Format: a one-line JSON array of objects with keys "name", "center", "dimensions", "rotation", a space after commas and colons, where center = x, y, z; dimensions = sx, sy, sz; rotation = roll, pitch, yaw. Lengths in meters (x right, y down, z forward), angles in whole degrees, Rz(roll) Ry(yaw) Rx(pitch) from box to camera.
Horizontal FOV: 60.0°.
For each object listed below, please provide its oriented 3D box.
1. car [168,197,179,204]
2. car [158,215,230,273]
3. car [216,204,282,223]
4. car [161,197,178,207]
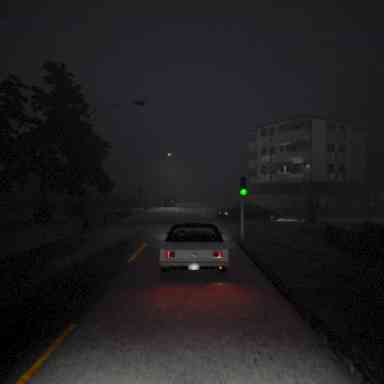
[{"name": "car", "center": [-3.961, 1.895, 72.530], "dimensions": [2.033, 1.411, 5.357], "rotation": [0, 0, 0]}, {"name": "car", "center": [0.073, 1.654, 10.787], "dimensions": [1.895, 1.301, 4.718], "rotation": [0, 0, 0]}, {"name": "car", "center": [4.578, 1.679, 26.812], "dimensions": [5.357, 1.411, 2.033], "rotation": [0, -1, -22]}, {"name": "car", "center": [-4.035, 1.627, 56.209], "dimensions": [2.097, 1.767, 4.553], "rotation": [0, 0, 0]}]
